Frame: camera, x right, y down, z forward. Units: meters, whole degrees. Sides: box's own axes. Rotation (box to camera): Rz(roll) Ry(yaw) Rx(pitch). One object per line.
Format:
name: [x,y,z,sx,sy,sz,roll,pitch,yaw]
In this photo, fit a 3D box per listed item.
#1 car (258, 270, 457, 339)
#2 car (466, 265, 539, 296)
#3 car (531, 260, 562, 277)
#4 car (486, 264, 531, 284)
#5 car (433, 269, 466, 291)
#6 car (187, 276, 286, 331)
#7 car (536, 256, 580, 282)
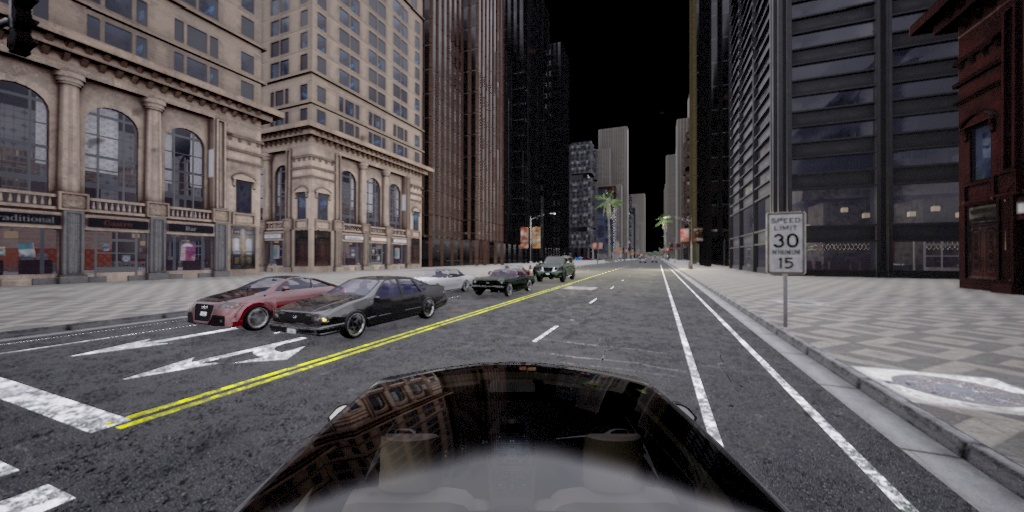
car: [-3.969,1.299,10.542,2.033,1.411,5.357,0,0,22]
car: [-0.352,1.357,19.423,1.895,1.301,4.718,0,0,22]
car: [3.708,1.250,37.907,1.882,1.535,5.008,0,0,23]
car: [-0.177,1.364,28.469,1.895,1.301,4.718,0,0,22]
car: [-3.935,1.357,19.244,1.895,1.301,4.718,0,0,22]
car: [-7.236,1.316,11.128,1.994,1.385,4.181,0,0,22]
car: [3.686,0.986,29.328,2.150,2.045,5.566,0,0,22]
